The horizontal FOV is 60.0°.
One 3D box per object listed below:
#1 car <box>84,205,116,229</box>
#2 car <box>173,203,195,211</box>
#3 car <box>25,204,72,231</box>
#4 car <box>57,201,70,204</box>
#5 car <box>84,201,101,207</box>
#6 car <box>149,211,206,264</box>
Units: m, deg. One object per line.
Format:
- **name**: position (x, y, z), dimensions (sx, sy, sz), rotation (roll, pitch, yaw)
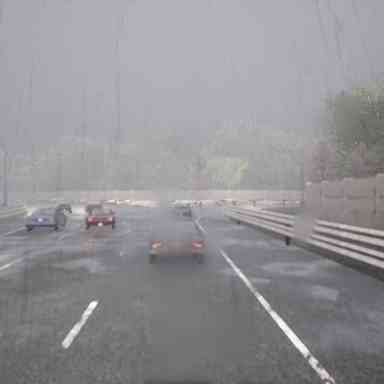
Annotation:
- **car**: position (-6.393, 1.819, 23.623), dimensions (1.895, 1.301, 4.718), rotation (0, -1, -13)
- **car**: position (-0.790, 1.774, 32.584), dimensions (2.128, 1.511, 4.902), rotation (0, -1, 5)
- **car**: position (-9.642, 1.762, 22.341), dimensions (2.033, 1.411, 5.357), rotation (0, -1, -13)
- **car**: position (-16.505, 1.908, 42.555), dimensions (1.837, 1.490, 4.892), rotation (0, -1, -24)
- **car**: position (-12.662, 1.873, 42.568), dimensions (1.882, 1.535, 5.008), rotation (0, -1, -23)
- **car**: position (-0.541, 1.655, 12.230), dimensions (2.033, 1.411, 5.357), rotation (0, -1, -3)
